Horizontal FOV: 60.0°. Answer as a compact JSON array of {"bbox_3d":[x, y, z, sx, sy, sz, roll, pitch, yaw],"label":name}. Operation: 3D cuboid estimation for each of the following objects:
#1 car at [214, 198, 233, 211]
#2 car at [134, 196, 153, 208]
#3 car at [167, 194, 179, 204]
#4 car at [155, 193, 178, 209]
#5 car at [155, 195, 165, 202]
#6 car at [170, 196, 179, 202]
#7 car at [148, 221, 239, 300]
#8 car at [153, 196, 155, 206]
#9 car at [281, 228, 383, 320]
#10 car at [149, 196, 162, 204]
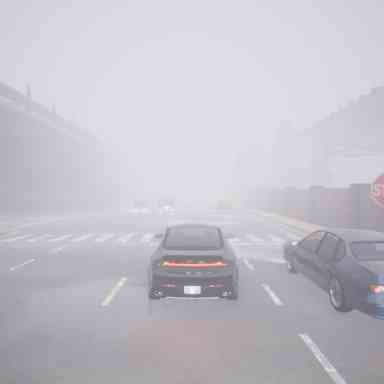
[{"bbox_3d":[3.753,1.477,40.383,1.882,1.535,5.008,0,0,0],"label":"car"},{"bbox_3d":[-7.007,1.601,46.880,1.895,1.301,4.718,0,0,-1],"label":"car"},{"bbox_3d":[-3.770,1.353,65.931,2.097,1.767,4.553,0,0,0],"label":"car"},{"bbox_3d":[-3.498,1.221,46.815,2.150,2.045,5.566,0,0,-1],"label":"car"},{"bbox_3d":[-7.416,1.475,76.480,1.882,1.535,5.008,0,0,-1],"label":"car"},{"bbox_3d":[-3.904,1.587,75.832,1.895,1.301,4.718,0,0,-1],"label":"car"},{"bbox_3d":[0.059,1.505,8.379,1.837,1.490,4.892,0,0,1],"label":"car"},{"bbox_3d":[-7.156,1.477,56.257,1.882,1.535,5.008,0,0,-1],"label":"car"},{"bbox_3d":[3.604,1.547,7.622,2.033,1.411,5.357,0,0,0],"label":"car"},{"bbox_3d":[-7.262,1.547,66.214,2.033,1.411,5.357,0,0,0],"label":"car"}]
